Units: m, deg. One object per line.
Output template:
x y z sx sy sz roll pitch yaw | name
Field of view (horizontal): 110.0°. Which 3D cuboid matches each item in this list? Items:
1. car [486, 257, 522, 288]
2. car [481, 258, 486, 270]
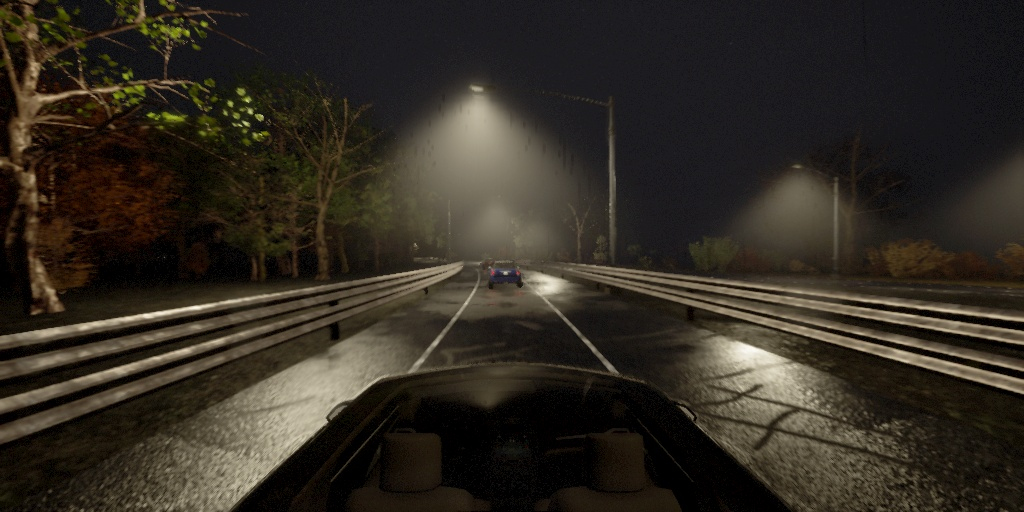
-0.535 1.109 24.440 2.097 1.767 4.553 0 0 -4 | car
-3.493 1.086 53.951 2.097 1.767 4.553 0 0 -8 | car
